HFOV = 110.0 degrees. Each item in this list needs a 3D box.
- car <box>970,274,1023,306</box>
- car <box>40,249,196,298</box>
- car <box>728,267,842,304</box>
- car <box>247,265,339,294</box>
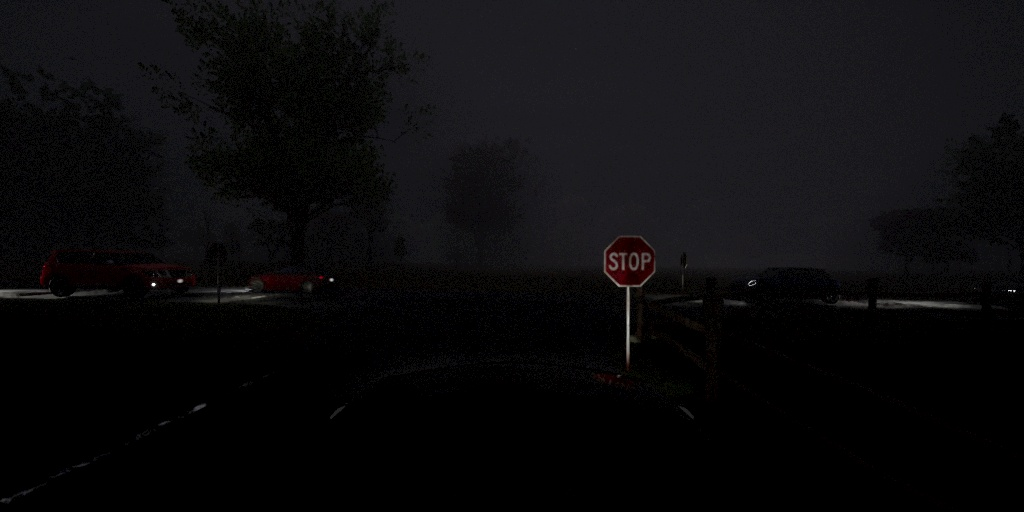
[{"bbox_3d":[25.339,1.629,17.272,4.902,1.511,2.128,0,0,2],"label":"car"},{"bbox_3d":[-17.561,0.724,16.118,5.566,2.045,2.150,1,0,2],"label":"car"},{"bbox_3d":[13.345,1.316,17.776,4.553,1.767,2.097,1,0,2],"label":"car"},{"bbox_3d":[-11.233,1.156,18.543,4.181,1.385,1.994,1,0,6],"label":"car"}]
